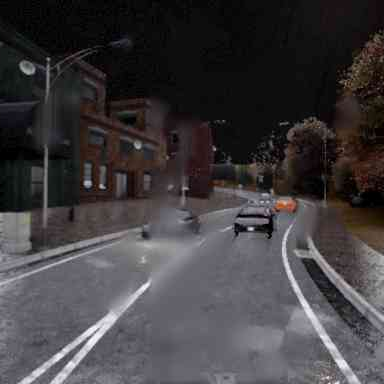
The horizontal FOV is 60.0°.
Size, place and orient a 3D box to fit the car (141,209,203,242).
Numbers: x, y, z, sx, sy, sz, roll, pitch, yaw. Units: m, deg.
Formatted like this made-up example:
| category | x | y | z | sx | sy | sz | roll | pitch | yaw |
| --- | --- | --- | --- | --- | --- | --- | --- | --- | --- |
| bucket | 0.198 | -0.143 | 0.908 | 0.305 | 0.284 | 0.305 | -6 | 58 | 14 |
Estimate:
| category | x | y | z | sx | sy | sz | roll | pitch | yaw |
| --- | --- | --- | --- | --- | --- | --- | --- | --- | --- |
| car | -0.865 | 1.537 | 16.265 | 1.994 | 1.385 | 4.181 | 0 | 0 | 17 |

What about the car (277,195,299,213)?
| category | x | y | z | sx | sy | sz | roll | pitch | yaw |
| --- | --- | --- | --- | --- | --- | --- | --- | --- | --- |
| car | 9.871 | 1.140 | 34.559 | 2.097 | 1.767 | 4.553 | 0 | 1 | 21 |

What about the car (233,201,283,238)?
| category | x | y | z | sx | sy | sz | roll | pitch | yaw |
| --- | --- | --- | --- | --- | --- | --- | --- | --- | --- |
| car | 3.409 | 1.446 | 17.440 | 2.128 | 1.511 | 4.902 | 0 | 0 | 18 |

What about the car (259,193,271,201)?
| category | x | y | z | sx | sy | sz | roll | pitch | yaw |
| --- | --- | --- | --- | --- | --- | --- | --- | --- | --- |
| car | 12.464 | 0.947 | 56.594 | 1.812 | 1.442 | 4.674 | 0 | 1 | 11 |
